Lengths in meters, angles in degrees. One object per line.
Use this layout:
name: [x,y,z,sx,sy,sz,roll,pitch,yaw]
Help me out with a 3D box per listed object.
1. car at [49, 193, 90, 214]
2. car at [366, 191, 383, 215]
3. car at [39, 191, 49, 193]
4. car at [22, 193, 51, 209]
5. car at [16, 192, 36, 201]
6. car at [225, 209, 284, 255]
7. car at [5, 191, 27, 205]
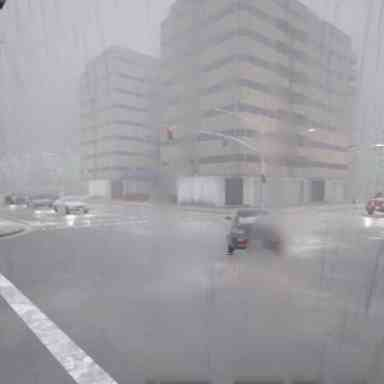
car: [-10.738,1.104,29.456,1.812,1.442,4.674,0,1,-41]
car: [17.178,0.916,28.851,5.566,2.045,2.150,0,1,-41]
car: [-26.064,0.653,58.380,1.837,1.490,4.892,0,1,-41]
car: [-16.642,1.068,36.356,1.895,1.301,4.718,0,1,-41]
car: [-27.119,0.761,54.285,1.994,1.385,4.181,0,1,-41]
car: [2.236,1.371,12.482,1.812,1.442,4.674,1,1,5]
car: [-23.188,0.695,44.023,2.097,1.767,4.553,0,1,-41]
